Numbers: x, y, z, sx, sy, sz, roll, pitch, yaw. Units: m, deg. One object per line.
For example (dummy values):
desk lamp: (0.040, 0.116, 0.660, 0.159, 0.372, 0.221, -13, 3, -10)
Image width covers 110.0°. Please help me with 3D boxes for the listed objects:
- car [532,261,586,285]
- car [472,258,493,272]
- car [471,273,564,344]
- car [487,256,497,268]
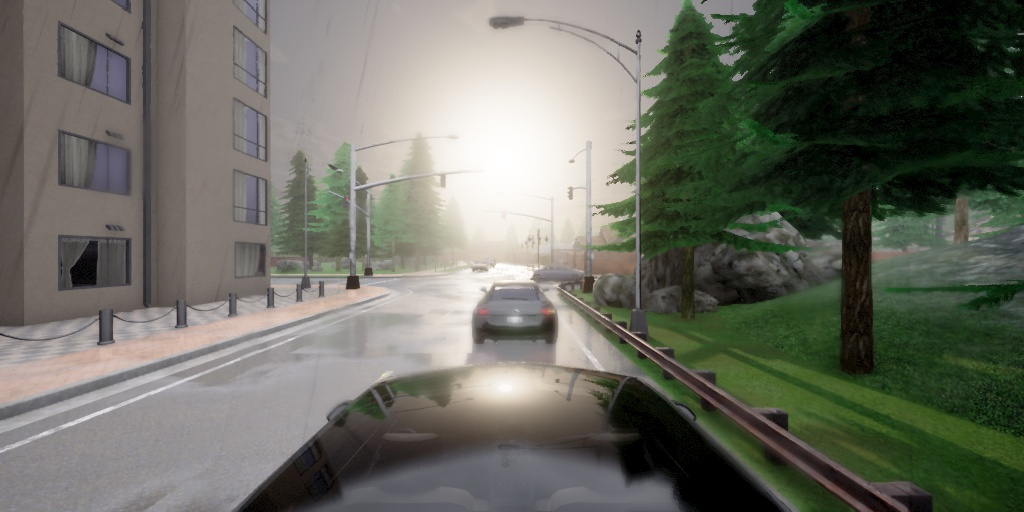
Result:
car: (3.462, 1.302, 25.526, 4.181, 1.385, 1.994, 0, 1, 15)
car: (-3.940, 1.268, 45.217, 2.033, 1.411, 5.357, 0, 0, 0)
car: (0.081, 1.314, 9.577, 1.994, 1.385, 4.181, 0, 0, 1)
car: (-4.019, 1.212, 61.751, 2.128, 1.511, 4.902, 0, 0, 0)
